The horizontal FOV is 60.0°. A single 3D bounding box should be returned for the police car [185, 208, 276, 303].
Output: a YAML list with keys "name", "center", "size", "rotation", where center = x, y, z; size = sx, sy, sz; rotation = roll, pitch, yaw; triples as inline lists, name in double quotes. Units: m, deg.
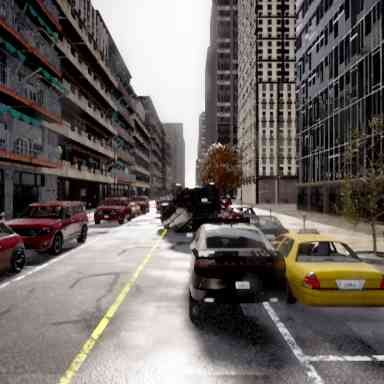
- name: "police car"
  center: [0.881, 1.432, 8.406]
  size: [1.930, 1.638, 5.238]
  rotation: [0, 0, 0]

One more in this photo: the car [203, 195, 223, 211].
- name: "car"
  center: [2.603, 1.374, 41.751]
  size: [2.192, 1.841, 5.009]
  rotation: [0, 0, 0]

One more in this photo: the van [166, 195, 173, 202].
- name: "van"
  center: [-5.878, 1.568, 87.040]
  size: [1.690, 1.788, 3.998]
  rotation: [0, 0, 0]

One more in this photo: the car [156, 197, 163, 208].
- name: "car"
  center: [-3.085, 1.576, 38.510]
  size: [1.812, 1.442, 4.674]
  rotation: [0, 0, 0]

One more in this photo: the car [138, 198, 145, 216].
- name: "car"
  center: [-5.752, 1.559, 30.237]
  size: [1.752, 1.417, 4.829]
  rotation: [0, 0, 0]

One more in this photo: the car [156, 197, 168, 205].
- name: "car"
  center: [-5.829, 1.699, 64.385]
  size: [1.947, 1.339, 4.313]
  rotation: [0, 0, 0]

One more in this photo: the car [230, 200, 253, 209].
- name: "car"
  center: [2.653, 1.457, 19.098]
  size: [1.967, 1.590, 4.097]
  rotation: [0, 0, 0]

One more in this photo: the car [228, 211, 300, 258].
- name: "car"
  center: [2.665, 1.577, 13.435]
  size: [1.947, 1.339, 4.313]
  rotation: [0, 0, 0]

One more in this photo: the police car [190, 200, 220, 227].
- name: "police car"
  center: [0.846, 1.449, 24.406]
  size: [1.930, 1.638, 5.238]
  rotation: [0, 0, 0]

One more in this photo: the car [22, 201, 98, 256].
- name: "car"
  center: [-5.713, 1.326, 13.417]
  size: [2.192, 1.841, 5.009]
  rotation: [0, 0, 0]

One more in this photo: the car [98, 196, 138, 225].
- name: "car"
  center: [-5.738, 1.339, 24.743]
  size: [2.192, 1.841, 5.009]
  rotation: [0, 0, 0]

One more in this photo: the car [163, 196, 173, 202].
- name: "car"
  center: [-5.866, 1.766, 81.374]
  size: [1.947, 1.339, 4.313]
  rotation: [0, 0, 0]

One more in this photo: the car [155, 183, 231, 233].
- name: "car"
  center: [-0.191, 1.214, 18.349]
  size: [2.150, 2.045, 5.566]
  rotation: [-2, -19, -19]

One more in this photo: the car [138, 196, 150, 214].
- name: "car"
  center: [-5.764, 1.360, 36.071]
  size: [2.192, 1.841, 5.009]
  rotation: [0, 0, 0]

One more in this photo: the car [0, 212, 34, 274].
- name: "car"
  center: [-5.702, 1.446, 7.753]
  size: [1.967, 1.590, 4.097]
  rotation: [0, 0, 0]

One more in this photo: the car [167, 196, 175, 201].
- name: "car"
  center: [-5.892, 1.808, 92.701]
  size: [2.008, 1.369, 4.403]
  rotation: [0, 0, 0]

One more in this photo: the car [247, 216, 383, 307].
- name: "car"
  center: [2.677, 1.531, 7.941]
  size: [1.752, 1.417, 4.829]
  rotation: [0, 0, 0]
